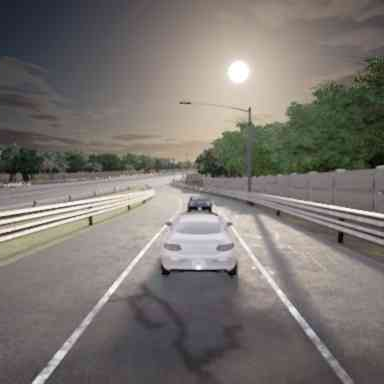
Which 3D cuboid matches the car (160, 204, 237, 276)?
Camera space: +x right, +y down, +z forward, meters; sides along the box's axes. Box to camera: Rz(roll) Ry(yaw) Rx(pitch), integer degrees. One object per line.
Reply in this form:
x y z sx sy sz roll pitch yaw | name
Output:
0.201 1.289 9.398 1.812 1.442 4.674 0 2 1 | car

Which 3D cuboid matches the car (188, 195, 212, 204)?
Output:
0.620 0.913 27.482 1.895 1.301 4.718 0 1 1 | car
